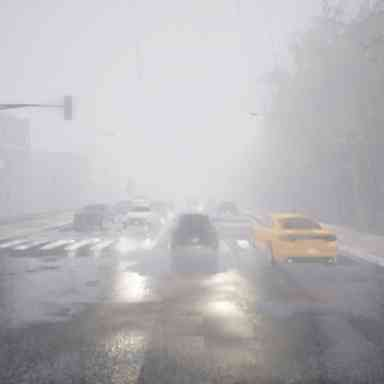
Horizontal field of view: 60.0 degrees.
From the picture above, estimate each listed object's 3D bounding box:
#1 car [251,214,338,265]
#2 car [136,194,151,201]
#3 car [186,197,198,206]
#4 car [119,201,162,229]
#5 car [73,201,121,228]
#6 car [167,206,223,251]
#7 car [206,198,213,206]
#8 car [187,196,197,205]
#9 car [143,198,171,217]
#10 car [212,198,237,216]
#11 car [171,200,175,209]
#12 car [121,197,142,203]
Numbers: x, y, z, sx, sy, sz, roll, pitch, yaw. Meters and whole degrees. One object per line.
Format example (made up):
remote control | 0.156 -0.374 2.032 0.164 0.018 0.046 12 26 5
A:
car | 3.349 1.507 11.785 1.882 1.535 5.008 0 0 0
car | -6.511 1.328 43.972 2.150 2.045 5.566 0 0 0
car | -0.014 1.727 52.538 1.895 1.301 4.718 0 0 0
car | -3.343 1.581 22.294 1.812 1.442 4.674 0 0 0
car | -6.593 1.534 22.970 1.882 1.535 5.008 0 0 0
car | 0.098 1.561 14.212 1.812 1.442 4.674 0 0 0
car | 3.260 1.679 54.817 2.033 1.411 5.357 0 0 0
car | -0.016 1.626 62.511 1.882 1.535 5.008 0 0 0
car | -3.339 1.604 32.343 1.812 1.442 4.674 0 0 1
car | 3.343 1.585 33.216 1.837 1.490 4.892 0 0 0
car | -3.260 1.703 42.504 1.895 1.301 4.718 0 0 0
car | -6.578 1.559 33.350 1.882 1.535 5.008 0 0 0
